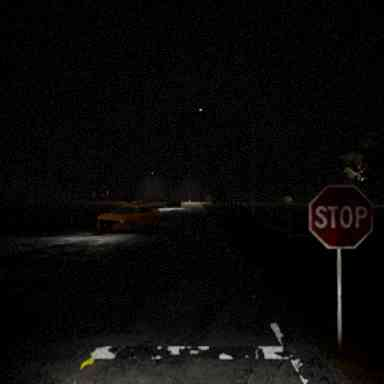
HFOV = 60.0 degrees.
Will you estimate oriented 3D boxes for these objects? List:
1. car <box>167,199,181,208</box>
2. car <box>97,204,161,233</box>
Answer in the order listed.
[{"bbox_3d":[-2.704,1.744,50.513,1.994,1.385,4.181,0,0,0],"label":"car"},{"bbox_3d":[-3.737,1.532,20.553,1.882,1.535,5.008,2,1,24],"label":"car"}]
